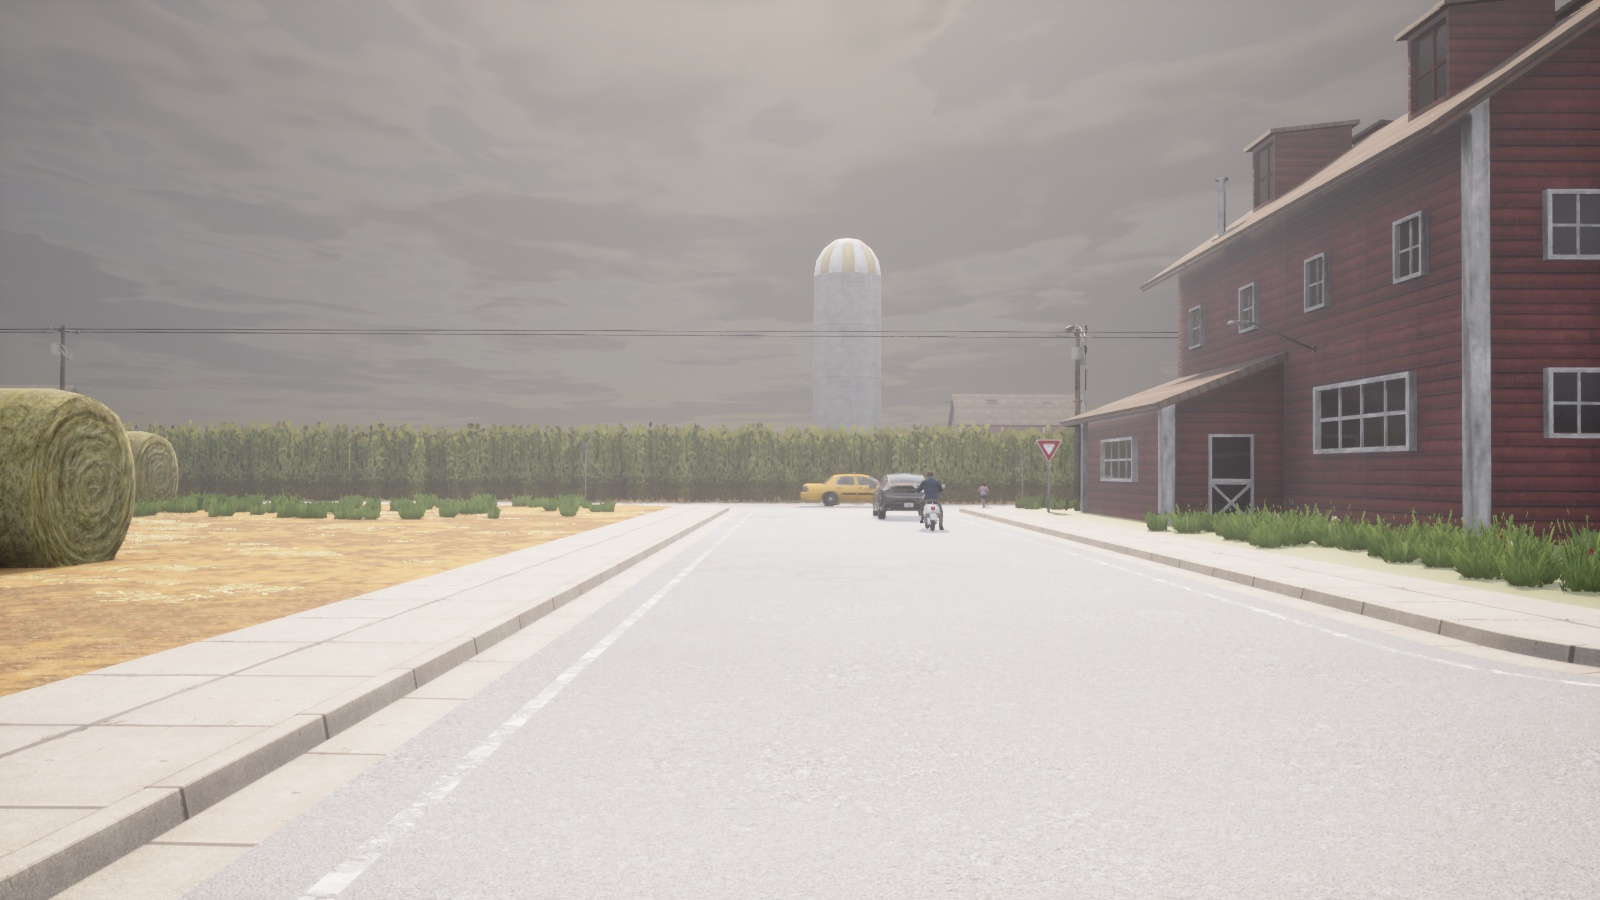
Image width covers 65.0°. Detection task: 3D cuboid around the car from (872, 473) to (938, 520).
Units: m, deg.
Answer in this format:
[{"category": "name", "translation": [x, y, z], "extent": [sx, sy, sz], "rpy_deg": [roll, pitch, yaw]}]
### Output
[{"category": "car", "translation": [3.489, 1.522, 42.494], "extent": [1.837, 1.490, 4.892], "rpy_deg": [0, -1, 0]}]

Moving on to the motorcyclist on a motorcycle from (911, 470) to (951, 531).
[{"category": "motorcyclist on a motorcycle", "translation": [3.492, 1.322, 33.611], "extent": [0.866, 1.590, 1.817], "rpy_deg": [0, -1, 0]}]

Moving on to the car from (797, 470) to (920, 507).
[{"category": "car", "translation": [2.557, 1.702, 55.905], "extent": [5.366, 1.575, 1.801], "rpy_deg": [0, -1, 1]}]
